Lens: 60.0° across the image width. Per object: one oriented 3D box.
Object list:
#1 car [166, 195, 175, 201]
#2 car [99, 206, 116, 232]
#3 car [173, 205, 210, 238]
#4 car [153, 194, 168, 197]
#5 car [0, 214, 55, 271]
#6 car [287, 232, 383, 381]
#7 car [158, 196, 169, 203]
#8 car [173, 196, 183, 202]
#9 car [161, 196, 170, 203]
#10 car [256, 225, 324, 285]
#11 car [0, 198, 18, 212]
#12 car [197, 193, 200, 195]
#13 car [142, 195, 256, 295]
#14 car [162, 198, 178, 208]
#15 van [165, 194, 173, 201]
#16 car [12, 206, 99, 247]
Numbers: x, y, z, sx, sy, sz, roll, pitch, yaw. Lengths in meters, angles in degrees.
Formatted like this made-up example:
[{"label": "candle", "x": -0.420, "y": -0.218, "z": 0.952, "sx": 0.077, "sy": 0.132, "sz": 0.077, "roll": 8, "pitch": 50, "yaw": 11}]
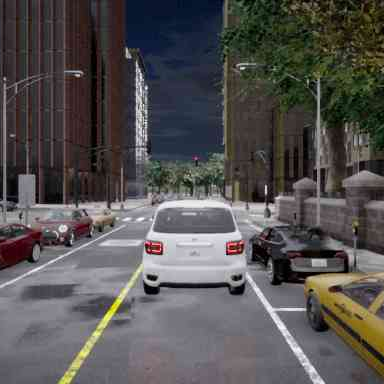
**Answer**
[{"label": "car", "x": -5.864, "y": 1.586, "z": 90.210, "sx": 2.008, "sy": 1.369, "sz": 4.403, "roll": 0, "pitch": 0, "yaw": 0}, {"label": "car", "x": -5.787, "y": 1.527, "z": 20.006, "sx": 1.752, "sy": 1.417, "sz": 4.829, "roll": 0, "pitch": 0, "yaw": 0}, {"label": "car", "x": 0.003, "y": 1.527, "z": 18.508, "sx": 1.812, "sy": 1.442, "sz": 4.674, "roll": 0, "pitch": 0, "yaw": 0}, {"label": "car", "x": -5.828, "y": 1.330, "z": 57.584, "sx": 2.192, "sy": 1.841, "sz": 5.009, "roll": 0, "pitch": 0, "yaw": 0}, {"label": "car", "x": -5.775, "y": 1.545, "z": 9.262, "sx": 1.887, "sy": 1.381, "sz": 4.507, "roll": 0, "pitch": 0, "yaw": 0}, {"label": "car", "x": 2.756, "y": 1.525, "z": 3.987, "sx": 1.752, "sy": 1.417, "sz": 4.829, "roll": 0, "pitch": 0, "yaw": 0}, {"label": "car", "x": -5.840, "y": 1.603, "z": 68.459, "sx": 1.802, "sy": 1.307, "sz": 4.206, "roll": 0, "pitch": 0, "yaw": 0}, {"label": "car", "x": -3.084, "y": 1.577, "z": 74.653, "sx": 1.994, "sy": 1.385, "sz": 4.181, "roll": 0, "pitch": 0, "yaw": 0}, {"label": "car", "x": -5.846, "y": 1.549, "z": 73.727, "sx": 1.752, "sy": 1.417, "sz": 4.829, "roll": 0, "pitch": 0, "yaw": 0}, {"label": "car", "x": 2.750, "y": 1.566, "z": 9.274, "sx": 1.947, "sy": 1.339, "sz": 4.313, "roll": 0, "pitch": 0, "yaw": 0}, {"label": "car", "x": -19.177, "y": 1.161, "z": 31.618, "sx": 4.892, "sy": 1.490, "sz": 1.837, "roll": 1, "pitch": 0, "yaw": 0}, {"label": "car", "x": 2.673, "y": 1.572, "z": 79.344, "sx": 1.887, "sy": 1.381, "sz": 4.507, "roll": 0, "pitch": 0, "yaw": 0}, {"label": "car", "x": 0.056, "y": 1.222, "z": 8.863, "sx": 2.150, "sy": 2.045, "sz": 5.566, "roll": 0, "pitch": 0, "yaw": 0}, {"label": "car", "x": -3.149, "y": 1.574, "z": 48.149, "sx": 1.994, "sy": 1.385, "sz": 4.181, "roll": 0, "pitch": 0, "yaw": 0}, {"label": "van", "x": -5.858, "y": 1.372, "z": 84.772, "sx": 1.690, "sy": 1.788, "sz": 3.998, "roll": 0, "pitch": 0, "yaw": 0}, {"label": "car", "x": -5.781, "y": 1.441, "z": 14.720, "sx": 1.967, "sy": 1.590, "sz": 4.097, "roll": 0, "pitch": 0, "yaw": 0}]
